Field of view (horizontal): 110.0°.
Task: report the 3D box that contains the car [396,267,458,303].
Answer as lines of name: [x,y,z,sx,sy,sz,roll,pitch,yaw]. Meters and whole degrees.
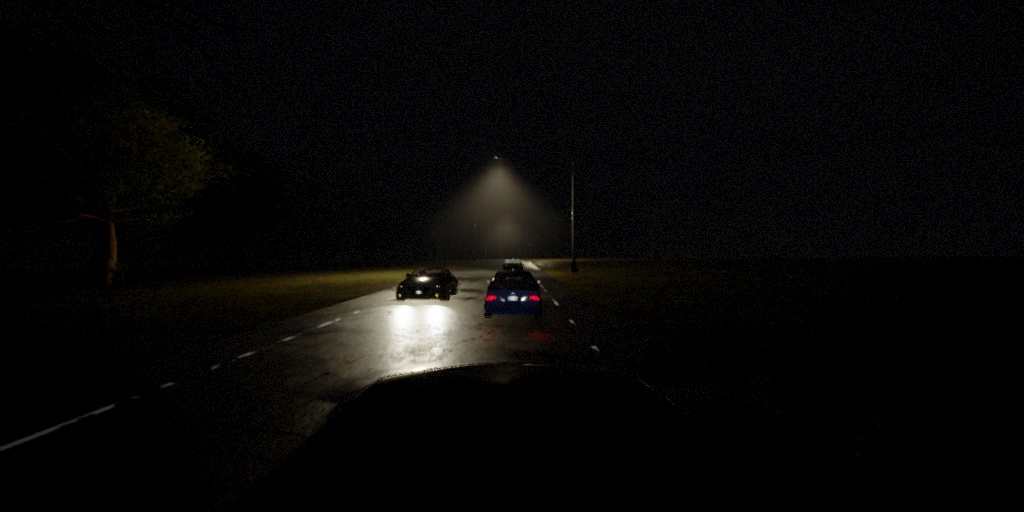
car: [-3.570,1.176,15.699,1.994,1.385,4.181,0,1,0]

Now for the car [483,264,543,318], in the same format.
car: [0.048,1.199,12.504,2.033,1.411,5.357,0,1,1]

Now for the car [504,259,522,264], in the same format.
car: [0.094,0.930,36.450,1.895,1.301,4.718,0,1,0]
